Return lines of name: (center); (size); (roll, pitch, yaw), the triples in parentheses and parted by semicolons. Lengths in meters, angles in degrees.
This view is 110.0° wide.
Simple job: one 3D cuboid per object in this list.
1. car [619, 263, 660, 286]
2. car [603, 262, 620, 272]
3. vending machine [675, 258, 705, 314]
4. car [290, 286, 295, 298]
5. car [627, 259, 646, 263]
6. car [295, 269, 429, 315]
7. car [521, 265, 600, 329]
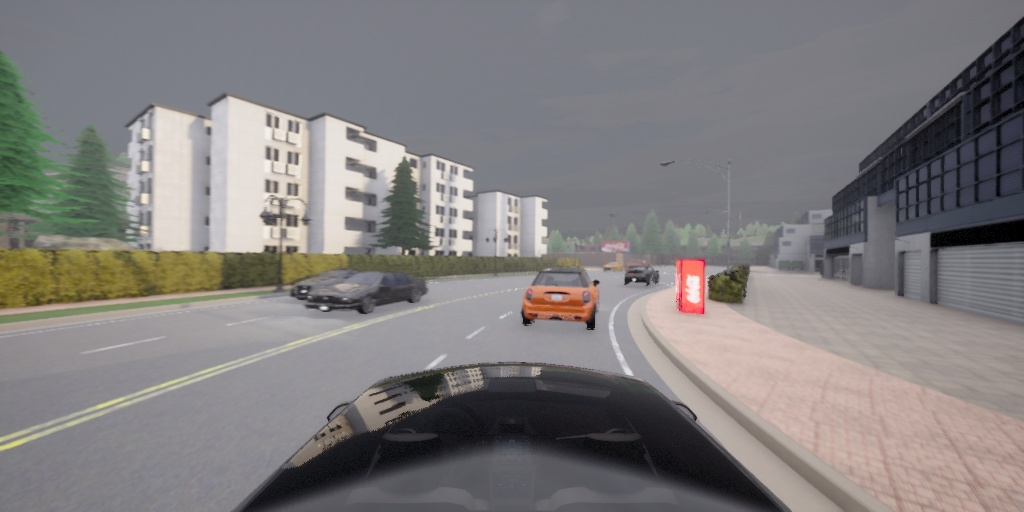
car: (10.147, 1.497, 27.904); (1.837, 1.490, 4.892); (0, -1, 33)
car: (15.536, 1.678, 55.116); (1.882, 1.535, 5.008); (1, 0, 34)
vending machine: (6.361, 1.074, 12.803); (1.100, 2.100, 0.880); (0, 0, 20)
car: (-7.876, 1.280, 16.564); (1.994, 1.385, 4.181); (1, 0, 19)
car: (18.430, 1.468, 53.144); (2.150, 2.045, 5.566); (1, 0, 34)
car: (-5.218, 1.285, 13.907); (2.033, 1.411, 5.357); (1, 0, 16)
car: (1.771, 1.169, 11.848); (2.097, 1.767, 4.553); (1, 0, 15)
